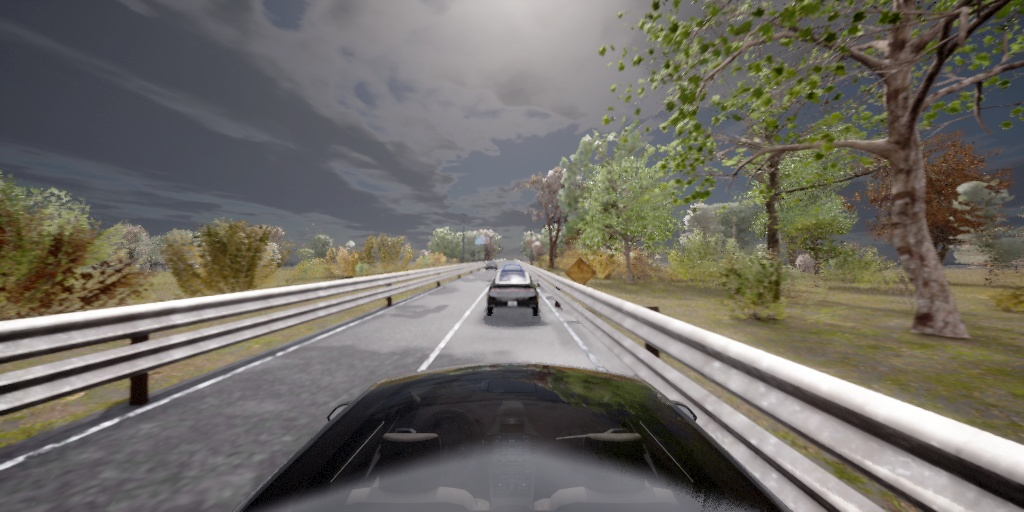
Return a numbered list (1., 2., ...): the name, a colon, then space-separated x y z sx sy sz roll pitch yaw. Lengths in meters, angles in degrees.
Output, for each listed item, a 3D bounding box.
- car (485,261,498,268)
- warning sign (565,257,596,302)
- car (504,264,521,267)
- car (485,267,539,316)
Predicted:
1. car: -3.301 1.577 58.491 1.837 1.490 4.892 0 0 1
2. warning sign: 2.847 0.975 14.824 1.300 1.860 1.060 0 0 0
3. car: 0.047 1.413 30.317 1.882 1.535 5.008 0 0 1
4. car: 0.039 1.347 14.074 2.128 1.511 4.902 0 0 1
